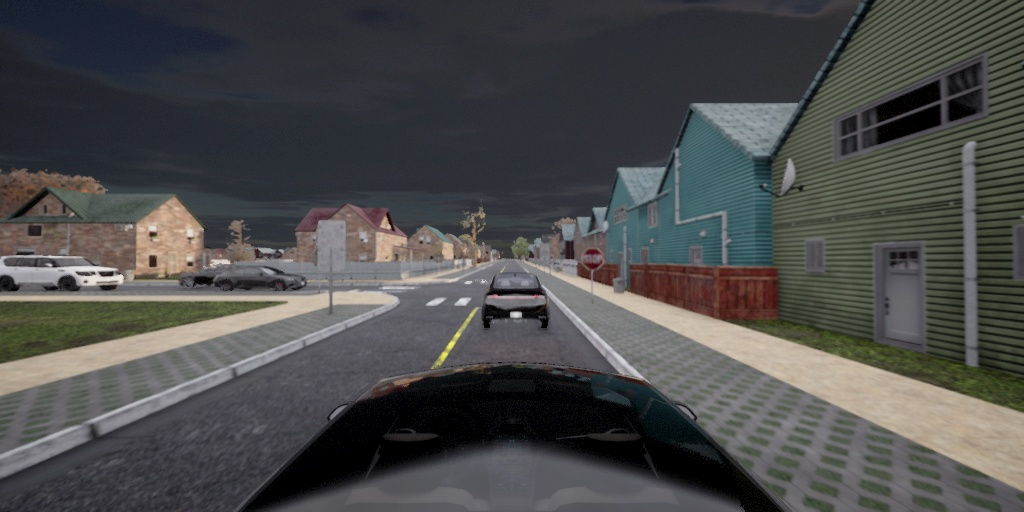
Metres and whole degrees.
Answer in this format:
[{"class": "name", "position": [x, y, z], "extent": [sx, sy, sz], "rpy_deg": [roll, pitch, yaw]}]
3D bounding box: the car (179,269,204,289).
[{"class": "car", "position": [-18.582, 1.289, 23.126], "extent": [4.902, 1.511, 2.128], "rpy_deg": [0, -1, 0]}]

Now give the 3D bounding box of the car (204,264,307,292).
[{"class": "car", "position": [-14.121, 1.288, 20.211], "extent": [4.674, 1.442, 1.812], "rpy_deg": [0, -1, 0]}]

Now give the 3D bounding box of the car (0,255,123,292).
[{"class": "car", "position": [-25.419, 0.979, 20.136], "extent": [5.566, 2.045, 2.150], "rpy_deg": [0, -1, 0]}]

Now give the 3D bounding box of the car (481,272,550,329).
[{"class": "car", "position": [0.101, 1.257, 11.347], "extent": [2.128, 1.511, 4.902], "rpy_deg": [0, 0, 0]}]

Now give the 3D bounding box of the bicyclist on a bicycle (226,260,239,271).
[{"class": "bicyclist on a bicycle", "position": [-20.213, 1.135, 26.027], "extent": [0.582, 1.620, 1.656], "rpy_deg": [0, 0, 0]}]
